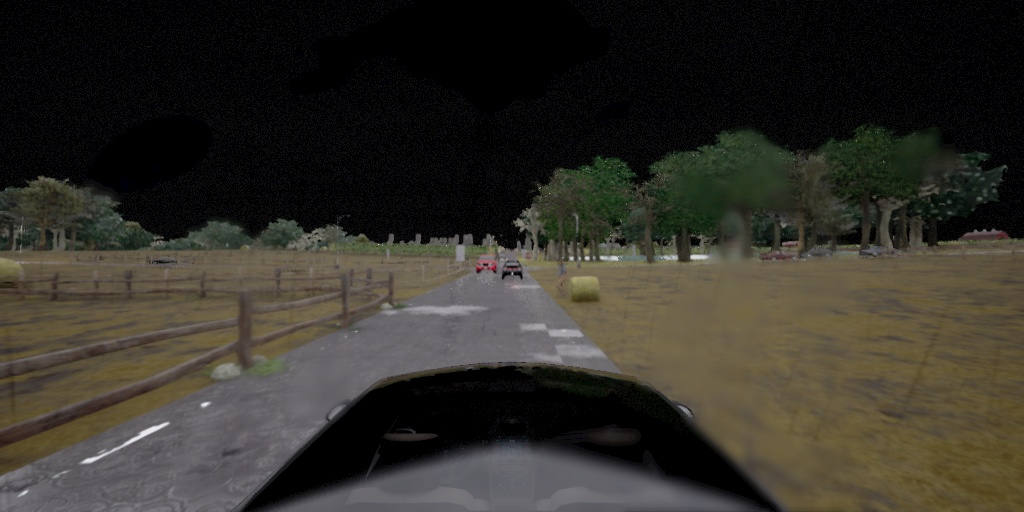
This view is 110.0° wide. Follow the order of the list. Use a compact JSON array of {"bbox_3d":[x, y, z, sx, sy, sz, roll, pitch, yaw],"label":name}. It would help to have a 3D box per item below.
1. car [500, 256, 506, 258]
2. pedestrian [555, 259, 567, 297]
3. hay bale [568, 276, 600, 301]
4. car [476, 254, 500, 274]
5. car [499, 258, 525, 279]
[{"bbox_3d":[0.150,1.120,43.367,2.128,1.511,4.902,0,0,4],"label":"car"},{"bbox_3d":[2.334,0.993,16.704,0.375,1.860,0.375,1,-1,-5],"label":"pedestrian"},{"bbox_3d":[3.119,1.374,15.616,1.220,1.180,1.240,0,0,0],"label":"hay bale"},{"bbox_3d":[-2.773,0.868,40.414,2.150,2.045,5.566,0,0,0],"label":"car"},{"bbox_3d":[0.044,1.178,31.777,1.837,1.490,4.892,0,0,0],"label":"car"}]
